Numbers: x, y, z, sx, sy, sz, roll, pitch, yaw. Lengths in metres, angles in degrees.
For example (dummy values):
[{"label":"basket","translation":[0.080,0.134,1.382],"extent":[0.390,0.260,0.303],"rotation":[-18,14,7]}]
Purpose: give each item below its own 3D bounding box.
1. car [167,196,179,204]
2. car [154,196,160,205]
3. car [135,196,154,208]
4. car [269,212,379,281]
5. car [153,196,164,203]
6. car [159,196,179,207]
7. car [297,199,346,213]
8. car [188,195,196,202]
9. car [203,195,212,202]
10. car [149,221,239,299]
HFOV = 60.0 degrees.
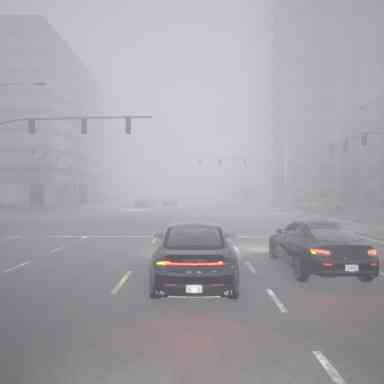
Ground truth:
[{"label":"car","translation":[-3.536,1.547,63.918],"extent":[2.033,1.411,5.357],"rotation":[0,0,0]},{"label":"car","translation":[-7.079,1.477,57.527],"extent":[1.882,1.535,5.008],"rotation":[0,0,0]},{"label":"car","translation":[-7.086,1.601,48.423],"extent":[1.895,1.301,4.718],"rotation":[0,0,0]},{"label":"car","translation":[3.564,1.526,9.693],"extent":[1.812,1.442,4.674],"rotation":[0,0,0]},{"label":"car","translation":[-6.999,1.525,69.811],"extent":[1.994,1.385,4.181],"rotation":[0,0,0]},{"label":"car","translation":[-3.568,1.477,52.546],"extent":[1.882,1.535,5.008],"rotation":[0,0,0]},{"label":"car","translation":[13.801,1.478,35.626],"extent":[5.008,1.535,1.882],"rotation":[0,0,1]},{"label":"car","translation":[0.001,1.364,73.944],"extent":[2.128,1.511,4.902],"rotation":[0,0,0]},{"label":"car","translation":[3.501,1.363,73.944],"extent":[1.812,1.442,4.674],"rotation":[0,0,0]},{"label":"car","translation":[0.058,1.505,8.437],"extent":[1.837,1.490,4.892],"rotation":[0,0,0]}]
